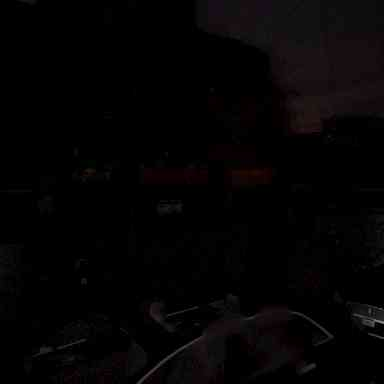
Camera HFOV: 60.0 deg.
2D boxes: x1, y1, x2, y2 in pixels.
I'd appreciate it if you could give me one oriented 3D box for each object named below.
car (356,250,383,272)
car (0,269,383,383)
[{"bbox_3d":[4.188,1.549,5.817,4.403,1.369,2.008,0,-2,-35],"label":"car"},{"bbox_3d":[-0.251,1.550,2.656,4.403,1.369,2.008,0,-2,-35],"label":"car"}]
